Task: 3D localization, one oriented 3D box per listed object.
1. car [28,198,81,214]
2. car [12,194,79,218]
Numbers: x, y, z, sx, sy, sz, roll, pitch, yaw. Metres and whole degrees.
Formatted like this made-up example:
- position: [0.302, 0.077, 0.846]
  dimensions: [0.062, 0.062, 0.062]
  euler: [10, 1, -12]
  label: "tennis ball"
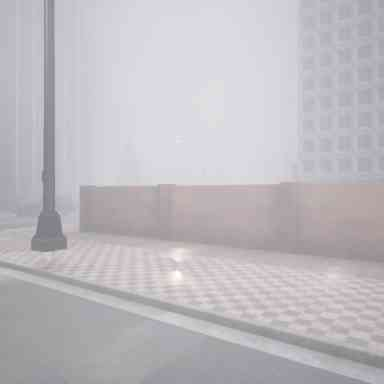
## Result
- position: [-14.661, 1.478, 35.815]
  dimensions: [1.882, 1.535, 5.008]
  euler: [0, 0, 35]
  label: "car"
- position: [-13.702, 1.221, 31.095]
  dimensions: [2.150, 2.045, 5.566]
  euler: [0, 0, 35]
  label: "car"
